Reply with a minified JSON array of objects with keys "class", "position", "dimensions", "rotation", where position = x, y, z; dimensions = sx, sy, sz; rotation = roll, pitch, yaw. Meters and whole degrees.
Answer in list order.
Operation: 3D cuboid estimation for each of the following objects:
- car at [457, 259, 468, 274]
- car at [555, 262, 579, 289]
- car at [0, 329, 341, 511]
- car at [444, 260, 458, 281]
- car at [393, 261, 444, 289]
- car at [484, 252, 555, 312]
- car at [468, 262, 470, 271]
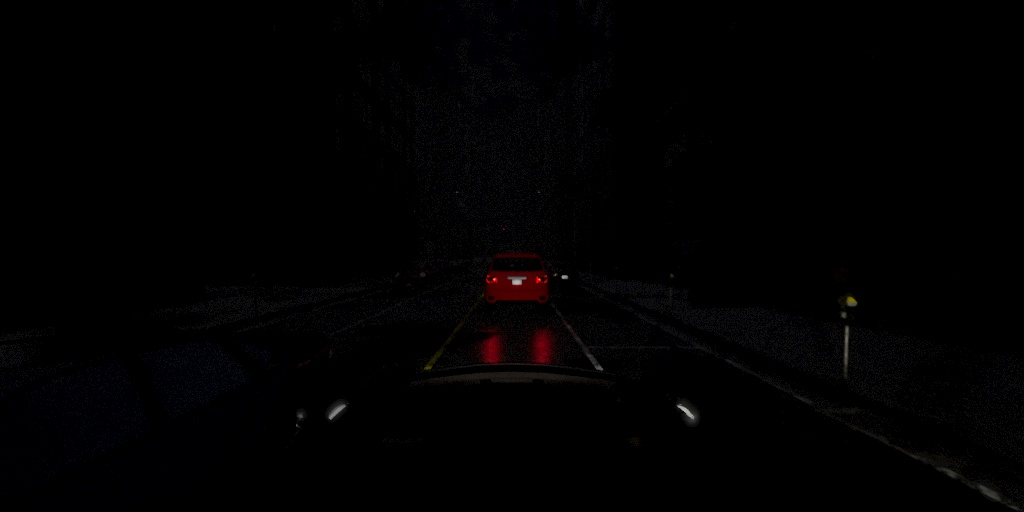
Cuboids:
[{"class":"car","position":[-5.555,1.064,32.536],"dimensions":[2.007,1.370,4.403],"rotation":[0,0,0]},{"class":"car","position":[2.891,1.162,21.466],"dimensions":[1.948,1.339,4.313],"rotation":[0,0,0]},{"class":"car","position":[-3.109,1.293,2.222],"dimensions":[2.033,1.411,5.357],"rotation":[0,0,0]},{"class":"car","position":[-5.595,1.121,27.032],"dimensions":[1.948,1.339,4.313],"rotation":[0,0,0]},{"class":"car","position":[-5.634,1.036,21.526],"dimensions":[1.967,1.591,4.097],"rotation":[0,0,0]},{"class":"car","position":[0.179,0.878,13.767],"dimensions":[2.150,2.045,5.566],"rotation":[0,1,1]},{"class":"car","position":[-5.516,1.017,38.042],"dimensions":[1.888,1.381,4.507],"rotation":[0,0,0]}]
